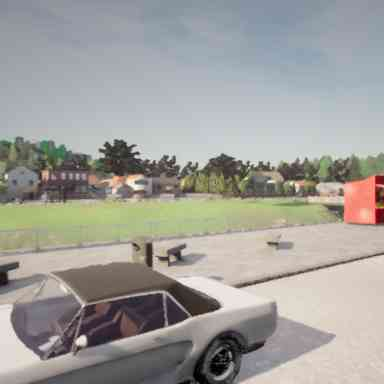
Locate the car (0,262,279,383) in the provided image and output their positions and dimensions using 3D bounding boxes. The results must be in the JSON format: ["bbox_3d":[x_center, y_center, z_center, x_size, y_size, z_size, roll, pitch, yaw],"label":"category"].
[{"bbox_3d":[-1.278,1.599,3.695,4.718,1.301,1.895,0,0,-36],"label":"car"}]
